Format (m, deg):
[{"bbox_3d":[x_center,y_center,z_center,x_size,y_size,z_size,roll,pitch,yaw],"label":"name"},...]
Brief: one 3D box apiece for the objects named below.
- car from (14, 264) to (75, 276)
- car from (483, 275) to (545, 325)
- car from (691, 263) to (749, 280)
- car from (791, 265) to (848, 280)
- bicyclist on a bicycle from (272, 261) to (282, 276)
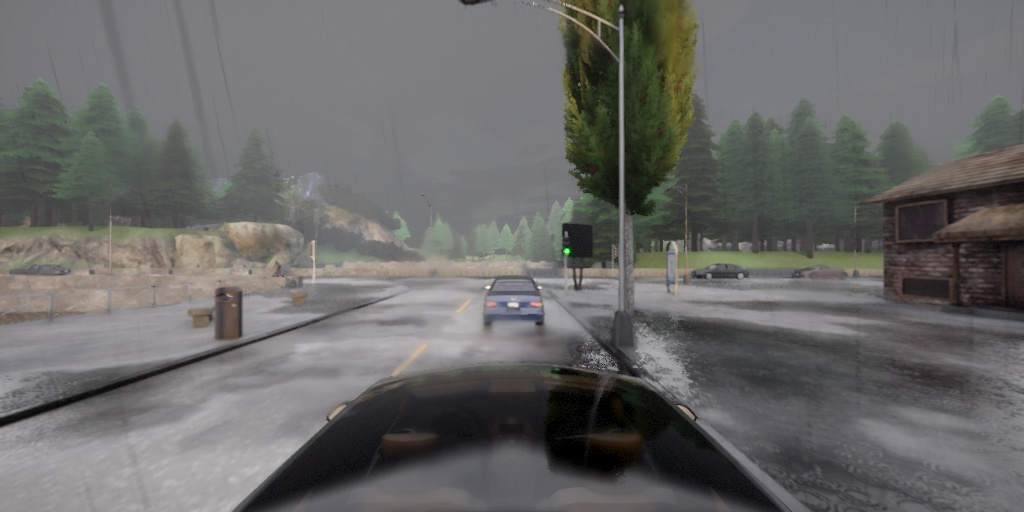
[{"bbox_3d":[-43.704,1.487,33.142,5.357,1.411,2.033,0,0,0],"label":"car"},{"bbox_3d":[0.066,1.359,12.038,2.033,1.411,5.357,0,0,0],"label":"car"},{"bbox_3d":[19.212,1.441,33.201,4.892,1.490,1.837,0,0,0],"label":"car"},{"bbox_3d":[28.416,1.500,33.192,4.181,1.385,1.994,0,0,0],"label":"car"},{"bbox_3d":[-24.502,1.313,37.428,0.582,1.620,1.656,0,0,0],"label":"bicyclist on a bicycle"}]
